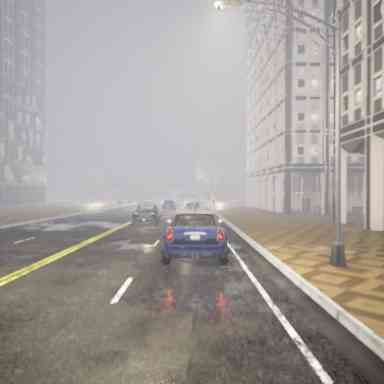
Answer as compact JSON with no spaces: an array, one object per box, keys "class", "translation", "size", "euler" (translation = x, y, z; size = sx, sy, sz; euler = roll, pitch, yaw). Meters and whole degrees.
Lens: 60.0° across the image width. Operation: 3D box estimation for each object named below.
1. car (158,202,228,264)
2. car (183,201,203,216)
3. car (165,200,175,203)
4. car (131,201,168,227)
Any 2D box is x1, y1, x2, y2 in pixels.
[{"class":"car","translation":[0.099,1.423,12.309],"size":[2.097,1.767,4.553],"euler":[0,0,0]},{"class":"car","translation":[0.097,1.746,35.801],"size":[2.033,1.411,5.357],"euler":[0,0,0]},{"class":"car","translation":[-3.151,1.776,45.985],"size":[1.812,1.442,4.674],"euler":[0,0,0]},{"class":"car","translation":[-3.152,1.628,24.141],"size":[2.128,1.511,4.902],"euler":[0,0,0]}]
